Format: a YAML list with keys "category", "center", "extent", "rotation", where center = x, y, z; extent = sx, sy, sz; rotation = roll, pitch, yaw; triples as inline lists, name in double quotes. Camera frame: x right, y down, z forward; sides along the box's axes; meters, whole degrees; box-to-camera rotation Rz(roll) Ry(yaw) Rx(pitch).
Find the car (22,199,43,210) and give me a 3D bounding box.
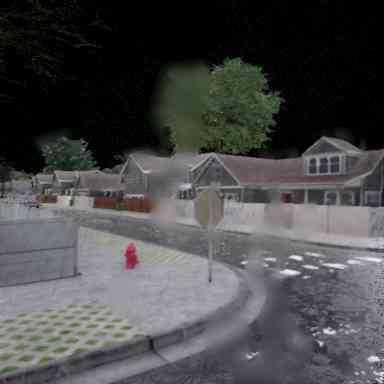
- category: "car"
  center: [-21.622, 1.697, 44.796]
  extent: [2.033, 1.411, 5.357]
  rotation: [1, -1, -36]
